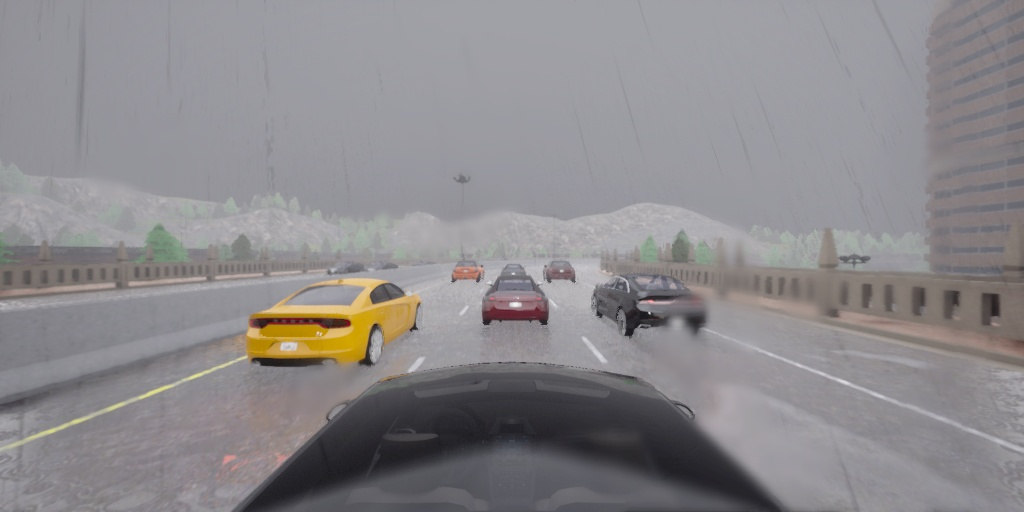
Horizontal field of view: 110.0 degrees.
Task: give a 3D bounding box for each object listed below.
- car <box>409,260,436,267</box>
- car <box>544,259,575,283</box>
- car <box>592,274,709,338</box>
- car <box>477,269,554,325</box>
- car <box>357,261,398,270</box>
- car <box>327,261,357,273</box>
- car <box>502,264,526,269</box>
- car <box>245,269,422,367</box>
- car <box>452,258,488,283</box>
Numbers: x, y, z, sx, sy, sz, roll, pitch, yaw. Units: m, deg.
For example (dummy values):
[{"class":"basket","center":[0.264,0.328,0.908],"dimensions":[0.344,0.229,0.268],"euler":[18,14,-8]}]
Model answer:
[{"class":"car","center":[-9.826,1.244,39.567],"dimensions":[2.128,1.511,4.902],"euler":[0,0,7]},{"class":"car","center":[3.636,1.105,28.188],"dimensions":[2.097,1.767,4.553],"euler":[0,0,1]},{"class":"car","center":[3.597,1.243,10.211],"dimensions":[2.128,1.511,4.902],"euler":[0,0,0]},{"class":"car","center":[0.096,1.315,11.909],"dimensions":[1.994,1.385,4.181],"euler":[0,0,0]},{"class":"car","center":[-13.556,1.244,37.260],"dimensions":[2.128,1.511,4.902],"euler":[0,0,6]},{"class":"car","center":[-17.079,1.244,37.116],"dimensions":[2.128,1.511,4.902],"euler":[0,0,5]},{"class":"car","center":[0.159,1.316,29.220],"dimensions":[1.994,1.385,4.181],"euler":[0,0,1]},{"class":"car","center":[-3.402,1.228,7.944],"dimensions":[1.882,1.535,5.008],"euler":[0,0,0]},{"class":"car","center":[-3.362,1.104,28.289],"dimensions":[2.097,1.767,4.553],"euler":[0,0,1]}]
